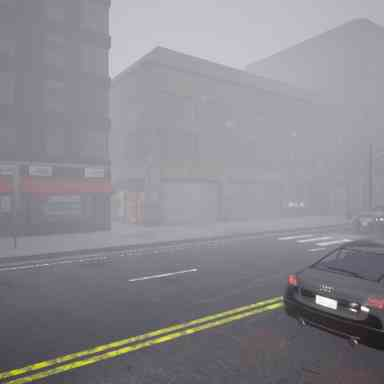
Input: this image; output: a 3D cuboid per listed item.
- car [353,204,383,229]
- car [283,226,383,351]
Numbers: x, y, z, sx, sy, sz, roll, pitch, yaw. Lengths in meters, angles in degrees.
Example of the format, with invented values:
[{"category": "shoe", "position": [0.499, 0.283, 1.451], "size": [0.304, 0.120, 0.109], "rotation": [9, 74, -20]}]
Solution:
[{"category": "car", "position": [11.568, 1.492, 19.851], "size": [4.902, 1.511, 2.128], "rotation": [0, 0, -35]}, {"category": "car", "position": [3.585, 1.564, 5.976], "size": [4.181, 1.385, 1.994], "rotation": [0, 0, -35]}]
